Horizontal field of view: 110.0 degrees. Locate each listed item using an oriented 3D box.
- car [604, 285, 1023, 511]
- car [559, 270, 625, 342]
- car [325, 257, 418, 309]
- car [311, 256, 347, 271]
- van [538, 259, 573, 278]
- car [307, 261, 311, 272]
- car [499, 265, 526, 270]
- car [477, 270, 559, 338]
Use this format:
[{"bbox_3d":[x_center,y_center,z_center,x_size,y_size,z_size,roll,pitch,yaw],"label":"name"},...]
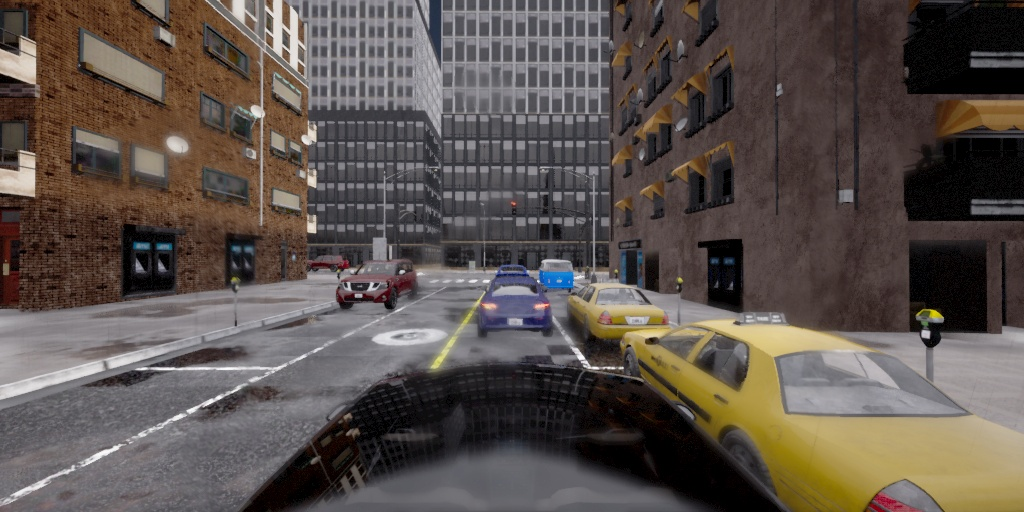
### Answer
[{"bbox_3d":[2.565,1.276,3.970,1.751,1.417,4.829,0,0,0],"label":"car"},{"bbox_3d":[2.533,1.277,9.611,1.751,1.417,4.829,0,0,0],"label":"car"},{"bbox_3d":[-5.378,1.068,15.037,2.192,1.841,5.009,0,0,0],"label":"car"},{"bbox_3d":[-21.090,0.863,40.550,5.009,1.841,2.192,0,0,-1],"label":"car"},{"bbox_3d":[2.470,1.096,20.721,1.690,1.789,3.998,0,0,0],"label":"van"},{"bbox_3d":[-21.003,1.084,32.411,4.207,1.307,1.802,0,0,-1],"label":"car"},{"bbox_3d":[0.009,1.233,20.390,1.882,1.535,5.008,0,0,0],"label":"car"},{"bbox_3d":[0.062,1.277,10.129,1.812,1.442,4.674,0,0,-1],"label":"car"}]
